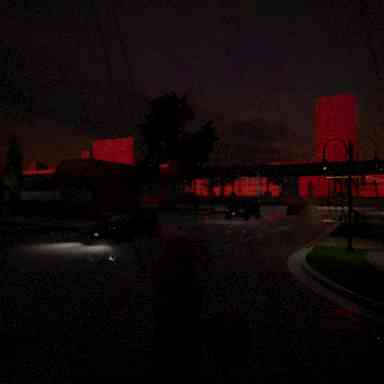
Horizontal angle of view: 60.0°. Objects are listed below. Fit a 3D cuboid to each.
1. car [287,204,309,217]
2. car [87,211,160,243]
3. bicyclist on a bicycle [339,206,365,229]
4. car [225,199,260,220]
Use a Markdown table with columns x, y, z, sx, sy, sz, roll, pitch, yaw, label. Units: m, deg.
| x | y | z | sx | sy | sz | roll | pitch | yaw | label |
| --- | --- | --- | --- | --- | --- | --- | --- | --- | --- |
| 13.006 | 2.155 | 40.795 | 1.882 | 1.535 | 5.008 | 0 | -1 | 29 | car |
| -3.521 | 1.811 | 18.124 | 1.812 | 1.442 | 4.674 | 0 | -1 | 29 | car |
| 11.014 | 1.750 | 22.921 | 1.656 | 1.620 | 0.582 | 0 | -1 | 29 | bicyclist on a bicycle |
| 5.305 | 1.768 | 34.201 | 2.150 | 2.045 | 5.566 | 0 | -1 | 29 | car |
